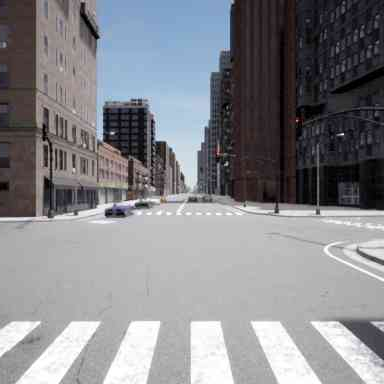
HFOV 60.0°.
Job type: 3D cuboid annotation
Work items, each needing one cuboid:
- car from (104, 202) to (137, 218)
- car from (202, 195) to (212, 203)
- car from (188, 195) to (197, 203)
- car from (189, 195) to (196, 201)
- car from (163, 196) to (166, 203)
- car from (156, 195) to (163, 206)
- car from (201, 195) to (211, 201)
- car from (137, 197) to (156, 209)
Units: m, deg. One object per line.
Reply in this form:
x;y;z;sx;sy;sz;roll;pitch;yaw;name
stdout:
-6.550;1.605;30.228;1.895;1.301;4.718;0;0;0;car
3.357;1.530;70.984;2.128;1.511;4.902;0;0;0;car
0.107;1.483;70.989;1.882;1.535;5.008;0;0;0;car
0.122;1.451;81.408;1.882;1.535;5.008;0;0;0;car
-6.397;1.486;68.971;1.882;1.535;5.008;0;0;0;car
-6.477;1.535;56.865;1.812;1.442;4.674;0;0;0;car
3.372;1.498;81.404;2.128;1.511;4.902;0;0;0;car
-6.511;1.609;45.482;1.895;1.301;4.718;0;0;0;car
